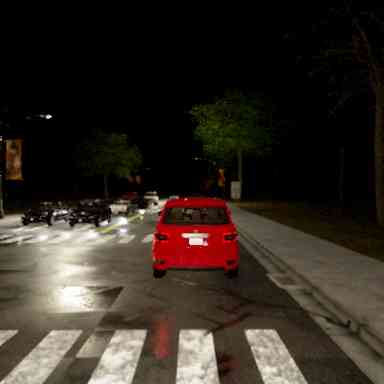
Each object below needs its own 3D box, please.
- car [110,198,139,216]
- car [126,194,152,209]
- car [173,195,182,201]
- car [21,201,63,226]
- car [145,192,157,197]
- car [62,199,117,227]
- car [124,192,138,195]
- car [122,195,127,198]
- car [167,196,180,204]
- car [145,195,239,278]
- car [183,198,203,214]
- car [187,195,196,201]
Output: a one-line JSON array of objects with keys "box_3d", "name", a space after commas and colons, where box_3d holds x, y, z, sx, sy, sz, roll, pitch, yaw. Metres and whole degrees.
[{"box_3d": [-6.609, 1.497, 31.360, 1.895, 1.301, 4.718, 0, 0, 0], "name": "car"}, {"box_3d": [-6.563, 1.372, 41.687, 1.837, 1.490, 4.892, 0, 0, 0], "name": "car"}, {"box_3d": [-3.297, 1.333, 77.252, 1.994, 1.385, 4.181, 0, 0, 0], "name": "car"}, {"box_3d": [-9.860, 1.427, 22.884, 1.837, 1.490, 4.892, 0, 0, 0], "name": "car"}, {"box_3d": [-6.552, 1.060, 52.358, 2.150, 2.045, 5.566, 0, 0, 0], "name": "car"}, {"box_3d": [-6.609, 1.429, 22.102, 1.837, 1.490, 4.892, 0, 0, 0], "name": "car"}, {"box_3d": [-9.782, 1.061, 52.830, 2.150, 2.045, 5.566, 0, 0, 0], "name": "car"}, {"box_3d": [-9.799, 1.412, 42.485, 2.033, 1.411, 5.357, 0, 0, 0], "name": "car"}, {"box_3d": [-3.250, 1.426, 58.579, 1.895, 1.301, 4.718, 0, 0, 0], "name": "car"}, {"box_3d": [0.090, 1.188, 10.169, 2.150, 2.045, 5.566, 0, 0, 0], "name": "car"}, {"box_3d": [0.080, 1.430, 35.609, 2.033, 1.411, 5.357, 0, 0, 0], "name": "car"}, {"box_3d": [-0.046, 1.338, 75.081, 1.994, 1.385, 4.181, 0, 0, 0], "name": "car"}]
